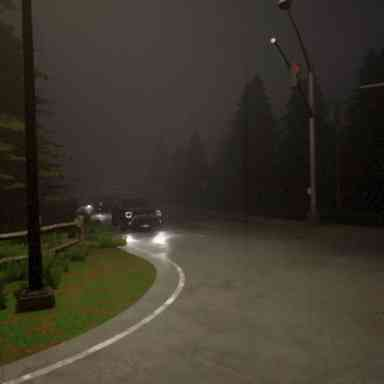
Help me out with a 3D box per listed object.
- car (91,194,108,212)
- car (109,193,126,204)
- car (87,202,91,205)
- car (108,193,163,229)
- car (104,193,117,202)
[{"bbox_3d":[-8.150,1.045,31.832,2.097,1.767,4.553,-2,1,-20],"label":"car"},{"bbox_3d":[-11.722,0.955,52.091,2.128,1.511,4.902,-2,1,-19],"label":"car"},{"bbox_3d":[-14.703,1.212,49.644,1.895,1.301,4.718,-2,1,-20],"label":"car"},{"bbox_3d":[-3.201,1.118,18.890,2.097,1.767,4.553,-2,1,-23],"label":"car"},{"bbox_3d":[-15.027,0.967,61.513,1.994,1.385,4.181,-2,1,-18],"label":"car"}]
